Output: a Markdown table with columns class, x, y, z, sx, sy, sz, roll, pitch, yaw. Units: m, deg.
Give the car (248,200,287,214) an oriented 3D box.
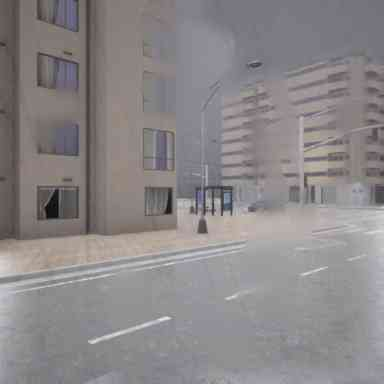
| class | x | y | z | sx | sy | sz | roll | pitch | yaw |
| --- | --- | --- | --- | --- | --- | --- | --- | --- | --- |
| car | 8.241 | 1.619 | 36.320 | 1.994 | 1.385 | 4.181 | 0 | 0 | -43 |
